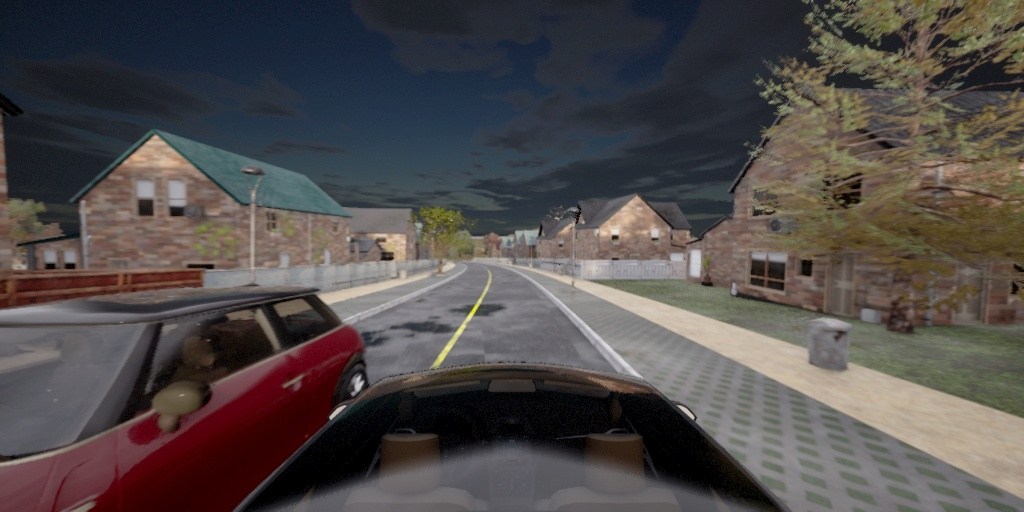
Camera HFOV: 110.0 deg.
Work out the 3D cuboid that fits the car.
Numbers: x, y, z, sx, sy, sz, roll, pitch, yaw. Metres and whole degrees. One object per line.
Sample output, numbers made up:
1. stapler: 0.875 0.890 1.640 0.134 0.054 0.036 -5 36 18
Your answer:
1. car: -2.795 1.079 2.433 2.097 1.767 4.553 1 0 1
